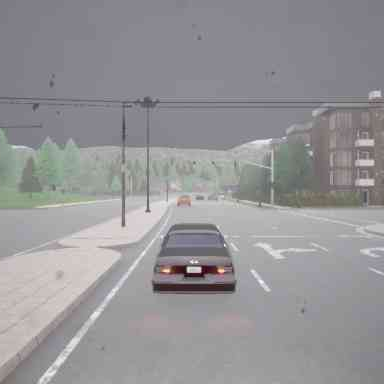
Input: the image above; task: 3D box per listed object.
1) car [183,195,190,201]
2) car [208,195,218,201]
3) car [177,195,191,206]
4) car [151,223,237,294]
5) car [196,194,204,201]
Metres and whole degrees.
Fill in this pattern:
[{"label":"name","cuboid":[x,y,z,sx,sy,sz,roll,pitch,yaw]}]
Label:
[{"label":"car","cuboid":[-1.450,1.523,85.501,1.812,1.442,4.674,0,0,0]},{"label":"car","cuboid":[5.550,1.539,85.541,2.033,1.411,5.357,0,0,0]},{"label":"car","cuboid":[-1.312,1.352,54.676,2.097,1.767,4.553,0,0,-1]},{"label":"car","cuboid":[0.049,1.547,8.930,2.033,1.411,5.357,0,0,0]},{"label":"car","cuboid":[2.050,1.477,85.536,1.882,1.535,5.008,0,0,0]}]
